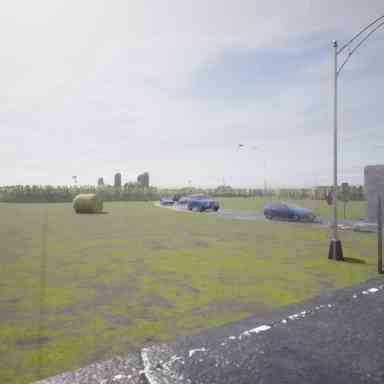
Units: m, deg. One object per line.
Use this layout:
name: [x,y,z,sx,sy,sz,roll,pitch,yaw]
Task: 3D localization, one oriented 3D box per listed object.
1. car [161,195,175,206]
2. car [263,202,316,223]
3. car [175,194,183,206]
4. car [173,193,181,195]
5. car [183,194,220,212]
car: [-4.373,1.634,57.923,2.033,1.411,5.357,-1,0,-11]
car: [7.681,1.559,26.614,1.812,1.442,4.674,-1,0,-30]
car: [-1.265,1.585,56.804,1.812,1.442,4.674,-1,0,-12]
car: [-3.041,1.297,66.977,2.150,2.045,5.566,0,0,-6]
car: [1.232,1.289,39.572,2.150,2.045,5.566,-1,0,-23]
